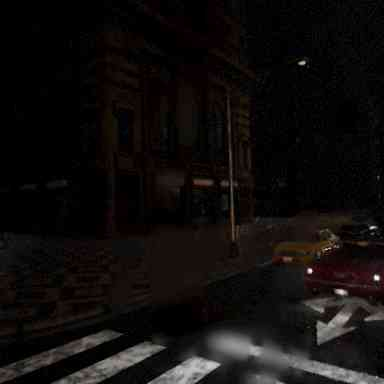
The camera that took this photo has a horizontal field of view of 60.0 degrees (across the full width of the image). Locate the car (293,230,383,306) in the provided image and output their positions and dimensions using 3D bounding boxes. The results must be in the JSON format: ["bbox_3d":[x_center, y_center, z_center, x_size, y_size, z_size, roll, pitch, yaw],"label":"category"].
[{"bbox_3d":[4.768,1.989,9.214,1.895,1.301,4.718,-4,-3,40],"label":"car"}]

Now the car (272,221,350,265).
[{"bbox_3d":[4.857,2.108,13.712,1.752,1.417,4.829,-4,-4,37],"label":"car"}]

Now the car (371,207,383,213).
[{"bbox_3d":[16.876,2.268,29.340,2.192,1.841,5.009,-4,-4,37],"label":"car"}]

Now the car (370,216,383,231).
[{"bbox_3d":[11.183,2.135,17.555,2.033,1.411,5.357,-3,-3,37],"label":"car"}]

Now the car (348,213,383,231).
[{"bbox_3d":[10.923,2.320,21.586,2.008,1.369,4.403,-4,-4,37],"label":"car"}]
